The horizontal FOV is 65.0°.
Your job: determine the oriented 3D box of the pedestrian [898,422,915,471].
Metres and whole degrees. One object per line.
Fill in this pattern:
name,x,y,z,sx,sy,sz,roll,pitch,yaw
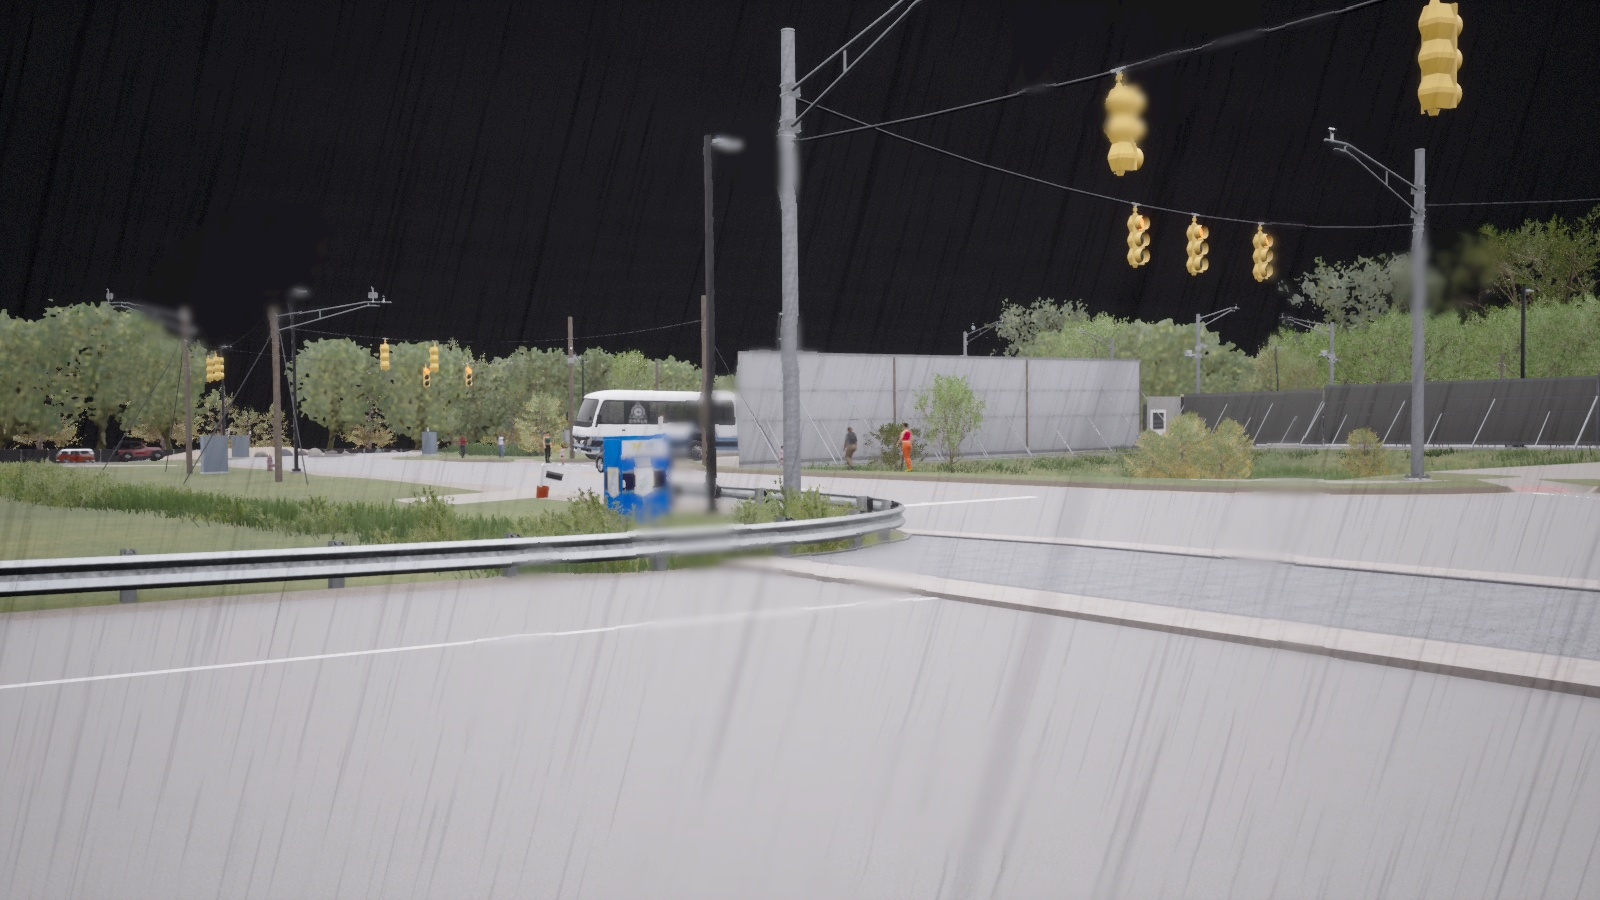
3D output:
pedestrian,3.975,-0.140,46.908,0.345,1.836,0.594,-2,2,-35

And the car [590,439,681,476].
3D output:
car,-7.139,0.282,54.108,1.837,1.490,4.892,-2,2,-35

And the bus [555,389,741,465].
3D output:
bus,-9.107,-1.401,75.539,10.273,4.253,3.944,0,3,-29

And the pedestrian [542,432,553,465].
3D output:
pedestrian,-14.349,-0.082,71.323,0.345,1.836,0.594,-2,2,-36

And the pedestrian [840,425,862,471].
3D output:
pedestrian,2.076,-0.089,51.314,0.540,1.848,0.694,-2,2,-36
